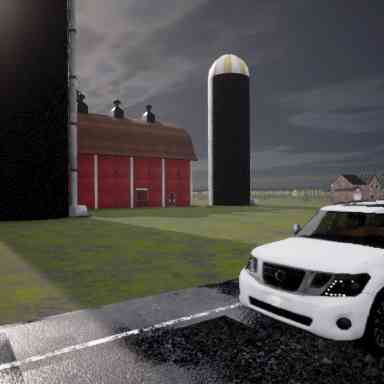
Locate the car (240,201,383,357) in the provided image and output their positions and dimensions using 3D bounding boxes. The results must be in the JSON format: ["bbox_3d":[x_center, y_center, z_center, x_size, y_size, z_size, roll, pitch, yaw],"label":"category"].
[{"bbox_3d":[3.471,1.221,6.407,5.566,2.045,2.150,0,0,-35],"label":"car"}]
